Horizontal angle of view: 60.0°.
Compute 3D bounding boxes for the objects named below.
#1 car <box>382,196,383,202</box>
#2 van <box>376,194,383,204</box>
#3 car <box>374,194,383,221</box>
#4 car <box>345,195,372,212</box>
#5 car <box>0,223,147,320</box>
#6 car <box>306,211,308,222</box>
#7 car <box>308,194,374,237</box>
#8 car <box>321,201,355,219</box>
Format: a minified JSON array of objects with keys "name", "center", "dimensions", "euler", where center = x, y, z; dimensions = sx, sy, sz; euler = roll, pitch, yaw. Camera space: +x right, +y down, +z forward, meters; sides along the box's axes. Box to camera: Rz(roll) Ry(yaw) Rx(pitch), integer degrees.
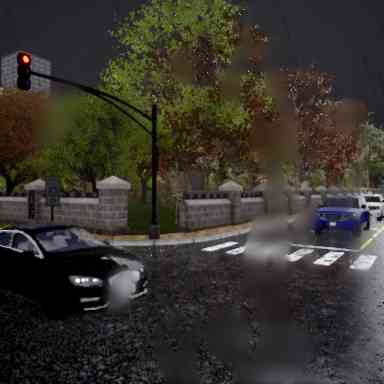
[{"name":"car","center":[42.371,1.474,72.139],"dimensions":[1.802,1.307,4.206],"euler":[0,0,35]},{"name":"van","center":[35.910,1.263,62.788],"dimensions":[1.690,1.788,3.998],"euler":[0,0,35]},{"name":"car","center":[14.452,1.202,27.183],"dimensions":[2.150,2.045,5.566],"euler":[0,0,35]},{"name":"car","center":[19.754,1.284,39.411],"dimensions":[2.192,1.841,5.009],"euler":[0,0,35]},{"name":"car","center":[-3.138,1.495,7.412],"dimensions":[4.902,1.511,2.128],"euler":[0,0,36]},{"name":"car","center":[10.061,1.524,25.386],"dimensions":[1.887,1.381,4.507],"euler":[0,0,35]},{"name":"car","center":[8.429,1.208,18.471],"dimensions":[2.150,2.045,5.566],"euler":[0,0,35]},{"name":"car","center":[13.292,1.527,30.061],"dimensions":[2.008,1.369,4.403],"euler":[0,0,35]}]
